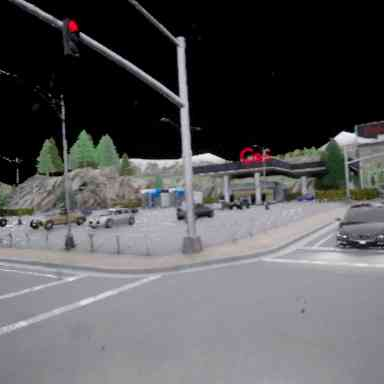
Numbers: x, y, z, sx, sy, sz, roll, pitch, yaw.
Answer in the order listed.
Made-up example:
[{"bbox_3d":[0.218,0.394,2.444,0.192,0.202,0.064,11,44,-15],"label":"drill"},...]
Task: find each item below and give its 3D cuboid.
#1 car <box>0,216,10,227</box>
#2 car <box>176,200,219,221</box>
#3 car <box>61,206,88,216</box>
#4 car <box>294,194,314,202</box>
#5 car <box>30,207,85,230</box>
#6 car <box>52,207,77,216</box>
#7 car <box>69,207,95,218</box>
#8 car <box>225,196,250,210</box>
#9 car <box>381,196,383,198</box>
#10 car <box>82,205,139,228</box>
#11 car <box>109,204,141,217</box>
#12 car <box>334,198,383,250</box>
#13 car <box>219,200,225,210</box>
[{"bbox_3d":[-22.857,3.097,37.348,1.905,1.878,3.866,-4,-1,32],"label":"car"},{"bbox_3d":[0.346,1.869,31.203,2.007,1.523,4.514,-4,-1,32],"label":"car"},{"bbox_3d":[-24.331,3.981,68.979,2.152,1.636,5.027,-4,-1,32],"label":"car"},{"bbox_3d":[25.750,1.360,76.541,4.611,1.667,2.242,-4,-1,32],"label":"car"},{"bbox_3d":[-12.108,2.433,30.441,2.152,1.636,5.027,-4,-1,32],"label":"car"},{"bbox_3d":[-26.993,4.173,70.628,2.007,1.523,4.514,-4,-1,32],"label":"car"},{"bbox_3d":[-18.525,3.413,56.126,1.845,1.501,3.633,-4,-1,32],"label":"car"},{"bbox_3d":[6.914,1.560,48.227,1.905,1.878,3.866,-4,-1,32],"label":"car"},{"bbox_3d":[20.598,0.753,34.192,1.812,1.442,4.674,-4,0,33],"label":"car"},{"bbox_3d":[-6.539,2.134,27.248,1.970,1.475,3.806,-4,-1,32],"label":"car"},{"bbox_3d":[-10.157,2.813,50.697,2.007,1.523,4.514,-4,-1,32],"label":"car"},{"bbox_3d":[6.776,1.248,12.762,1.837,1.490,4.892,-4,1,33],"label":"car"},{"bbox_3d":[4.469,2.026,50.531,1.970,1.475,3.806,-4,-1,32],"label":"car"}]
